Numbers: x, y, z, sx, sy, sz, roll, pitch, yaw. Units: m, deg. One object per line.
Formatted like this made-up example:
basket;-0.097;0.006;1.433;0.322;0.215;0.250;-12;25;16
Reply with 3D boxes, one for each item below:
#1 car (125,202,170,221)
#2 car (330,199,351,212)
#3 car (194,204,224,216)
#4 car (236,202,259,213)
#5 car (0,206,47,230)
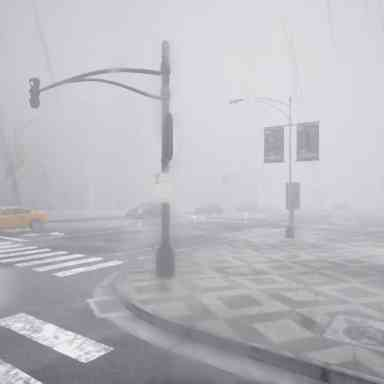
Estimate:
car;-4.059;1.705;30.941;2.097;1.767;4.553;0;-1;35
car;24.501;2.383;54.136;2.128;1.511;4.902;0;-1;35
car;2.049;2.072;39.576;1.994;1.385;4.181;0;-1;35
car;8.077;2.166;48.060;1.837;1.490;4.892;0;-1;34
car;-11.487;1.645;20.427;1.882;1.535;5.008;0;-1;35
